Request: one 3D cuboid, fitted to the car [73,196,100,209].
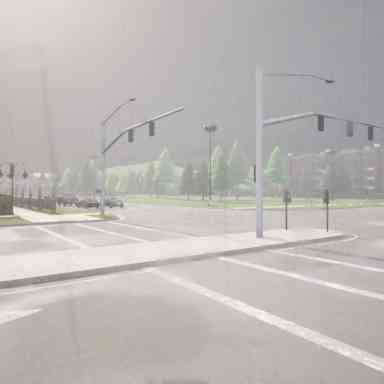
[{"bbox_3d":[-14.235,1.601,45.497,1.895,1.301,4.718,0,0,-36],"label":"car"}]

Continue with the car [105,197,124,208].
[{"bbox_3d":[-11.429,1.492,47.593,2.128,1.511,4.902,0,0,-36],"label":"car"}]

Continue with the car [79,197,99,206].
[{"bbox_3d":[-17.191,1.564,55.536,1.994,1.385,4.181,0,0,-36],"label":"car"}]

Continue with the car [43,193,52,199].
[{"bbox_3d":[-26.083,1.221,61.918,2.150,2.045,5.566,0,0,-35],"label":"car"}]

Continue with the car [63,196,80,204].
[{"bbox_3d":[-23.000,1.564,63.630,1.994,1.385,4.181,0,0,-36],"label":"car"}]

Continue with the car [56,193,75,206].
[{"bbox_3d":[-19.947,1.221,53.372,2.150,2.045,5.566,0,0,-36],"label":"car"}]
